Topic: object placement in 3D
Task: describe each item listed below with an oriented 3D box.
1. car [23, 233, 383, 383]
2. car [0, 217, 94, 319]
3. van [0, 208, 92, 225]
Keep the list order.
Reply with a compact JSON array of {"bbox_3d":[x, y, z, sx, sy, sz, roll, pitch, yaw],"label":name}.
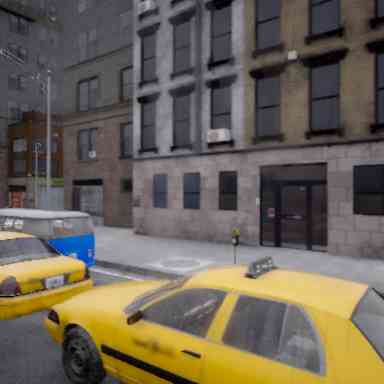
[{"bbox_3d":[0.474,1.481,3.619,5.366,1.575,1.801,0,0,36],"label":"car"},{"bbox_3d":[-4.388,1.494,7.135,5.366,1.575,1.801,0,0,36],"label":"car"},{"bbox_3d":[-4.528,1.394,9.473,3.998,1.788,1.690,0,0,36],"label":"van"}]
